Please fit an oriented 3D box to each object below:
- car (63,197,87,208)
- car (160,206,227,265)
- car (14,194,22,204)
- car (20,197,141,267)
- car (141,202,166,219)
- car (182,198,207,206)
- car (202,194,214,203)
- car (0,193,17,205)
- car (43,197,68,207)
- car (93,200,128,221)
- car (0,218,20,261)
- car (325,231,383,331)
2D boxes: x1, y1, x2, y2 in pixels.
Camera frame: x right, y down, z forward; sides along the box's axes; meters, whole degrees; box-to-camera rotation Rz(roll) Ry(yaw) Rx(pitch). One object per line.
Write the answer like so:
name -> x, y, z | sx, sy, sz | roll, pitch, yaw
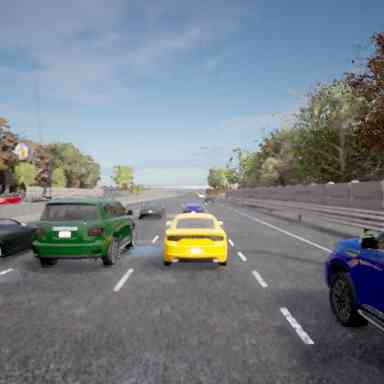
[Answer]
car -> -17.568, 1.509, 50.174 | 1.882, 1.535, 5.008 | 0, 0, 0
car -> 0.100, 1.480, 11.686 | 1.882, 1.535, 5.008 | 0, 0, 0
car -> -24.551, 1.523, 51.014 | 2.128, 1.511, 4.902 | 0, 0, 0
car -> -3.400, 1.225, 11.579 | 2.150, 2.045, 5.566 | 0, 0, 0
car -> -3.397, 1.578, 29.340 | 1.994, 1.385, 4.181 | 0, 0, 0
car -> 0.099, 1.540, 29.815 | 1.812, 1.442, 4.674 | 0, 0, 0
car -> 3.500, 1.492, 68.428 | 1.837, 1.490, 4.892 | 0, 0, 0
car -> -28.049, 1.252, 50.640 | 2.150, 2.045, 5.566 | 0, 0, 1
car -> -21.051, 1.558, 51.498 | 1.812, 1.442, 4.674 | 0, 0, 0
car -> -6.899, 1.518, 28.709 | 1.837, 1.490, 4.892 | 0, 0, 0
car -> -6.900, 1.567, 11.556 | 1.994, 1.385, 4.181 | 0, 0, 0
car -> 3.538, 1.147, 3.817 | 2.150, 2.045, 5.566 | 0, 0, 0
